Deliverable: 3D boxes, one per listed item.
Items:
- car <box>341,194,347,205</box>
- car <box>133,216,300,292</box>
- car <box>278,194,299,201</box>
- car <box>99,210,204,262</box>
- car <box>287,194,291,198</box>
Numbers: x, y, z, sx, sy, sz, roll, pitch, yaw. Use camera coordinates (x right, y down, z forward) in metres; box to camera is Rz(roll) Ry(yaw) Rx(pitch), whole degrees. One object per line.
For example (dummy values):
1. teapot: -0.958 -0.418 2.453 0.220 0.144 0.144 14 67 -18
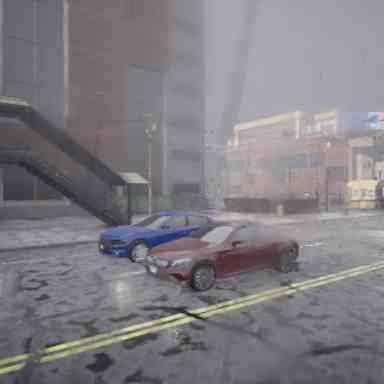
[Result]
1. car: 21.635 1.118 50.713 4.553 1.767 2.185 0 0 -36
2. car: 1.008 1.509 9.000 4.674 1.442 1.812 0 0 -36
3. car: 22.696 1.217 77.922 4.786 1.482 2.161 0 0 -36
4. car: -0.820 1.461 12.005 5.008 1.535 1.882 0 0 -35
5. car: 17.150 1.272 56.847 4.193 1.474 1.816 0 0 -36
